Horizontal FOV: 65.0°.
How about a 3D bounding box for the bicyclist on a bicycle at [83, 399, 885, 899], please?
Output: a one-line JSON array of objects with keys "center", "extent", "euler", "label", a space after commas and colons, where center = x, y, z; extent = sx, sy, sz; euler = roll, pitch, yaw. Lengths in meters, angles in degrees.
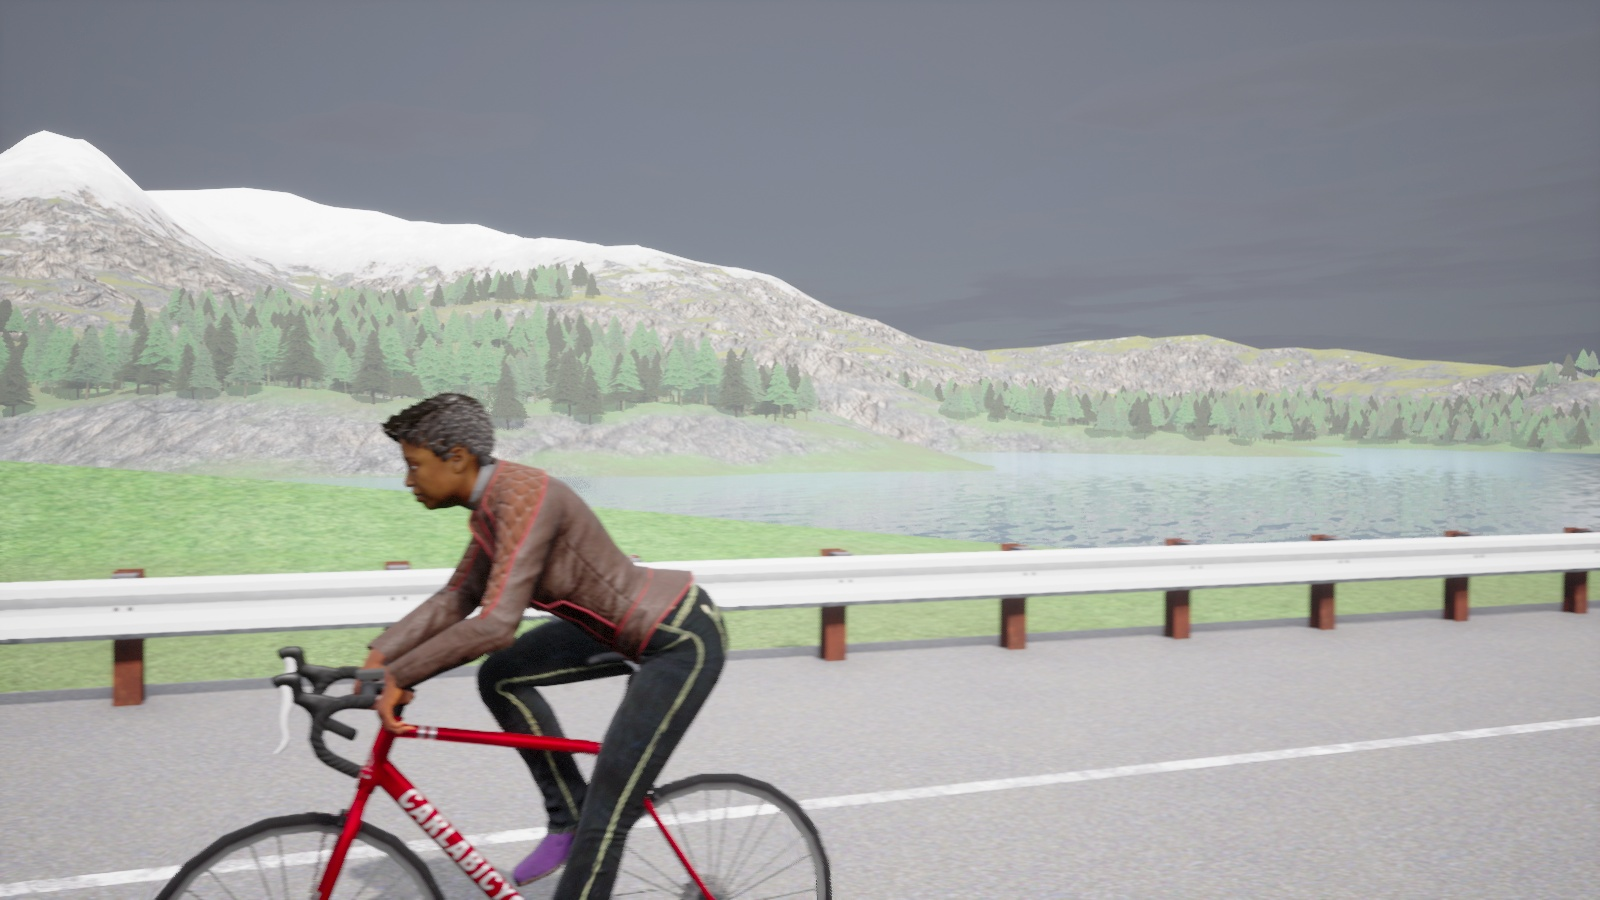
[{"center": [-0.682, 0.706, 2.980], "extent": [1.656, 1.620, 0.582], "euler": [-2, 1, -21], "label": "bicyclist on a bicycle"}]
